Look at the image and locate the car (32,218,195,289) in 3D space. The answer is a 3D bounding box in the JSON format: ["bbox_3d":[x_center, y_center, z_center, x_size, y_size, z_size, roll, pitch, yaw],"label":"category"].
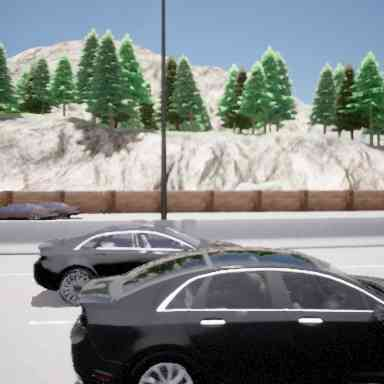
[{"bbox_3d":[-0.939,1.482,7.520,4.902,1.511,2.128,0,0,-5],"label":"car"}]

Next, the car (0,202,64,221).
[{"bbox_3d":[-12.688,1.553,24.410,5.357,1.411,2.033,0,0,-4],"label":"car"}]

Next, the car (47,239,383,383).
[{"bbox_3d":[1.060,1.494,4.173,4.892,1.490,1.837,0,0,-5],"label":"car"}]

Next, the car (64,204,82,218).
[{"bbox_3d":[-12.084,1.544,27.955,5.357,1.411,2.033,0,0,-4],"label":"car"}]
